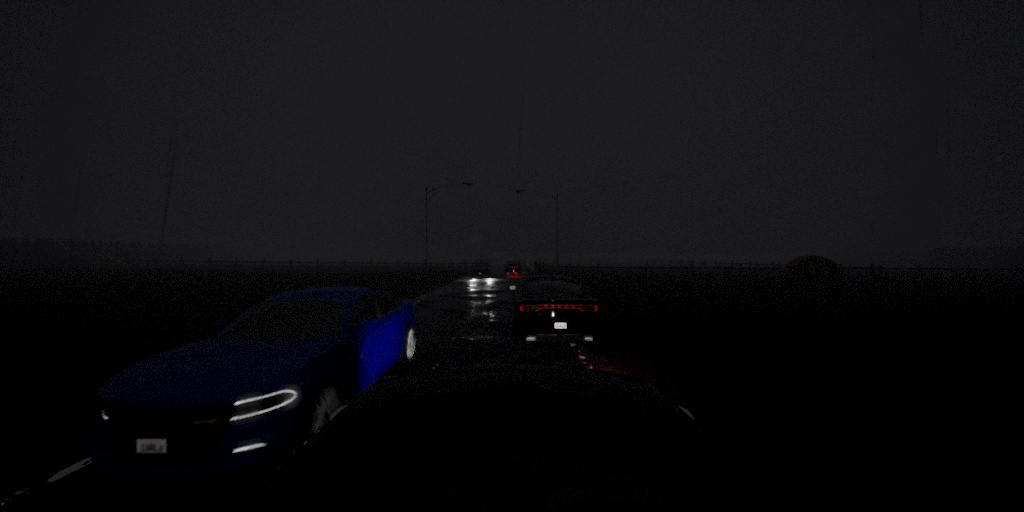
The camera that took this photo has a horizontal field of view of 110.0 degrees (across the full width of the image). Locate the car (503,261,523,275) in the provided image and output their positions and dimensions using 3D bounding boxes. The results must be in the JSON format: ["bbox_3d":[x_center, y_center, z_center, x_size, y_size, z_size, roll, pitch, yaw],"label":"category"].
[{"bbox_3d":[0.103,1.250,38.748,1.837,1.490,4.892,0,0,-2],"label":"car"}]

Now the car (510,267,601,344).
[{"bbox_3d":[0.963,1.228,9.580,1.882,1.535,5.008,0,0,0],"label":"car"}]

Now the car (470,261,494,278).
[{"bbox_3d":[-2.745,1.251,33.324,1.837,1.490,4.892,0,0,0],"label":"car"}]

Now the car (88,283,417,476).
[{"bbox_3d":[-2.850,1.228,5.333,1.882,1.535,5.008,0,0,0],"label":"car"}]
